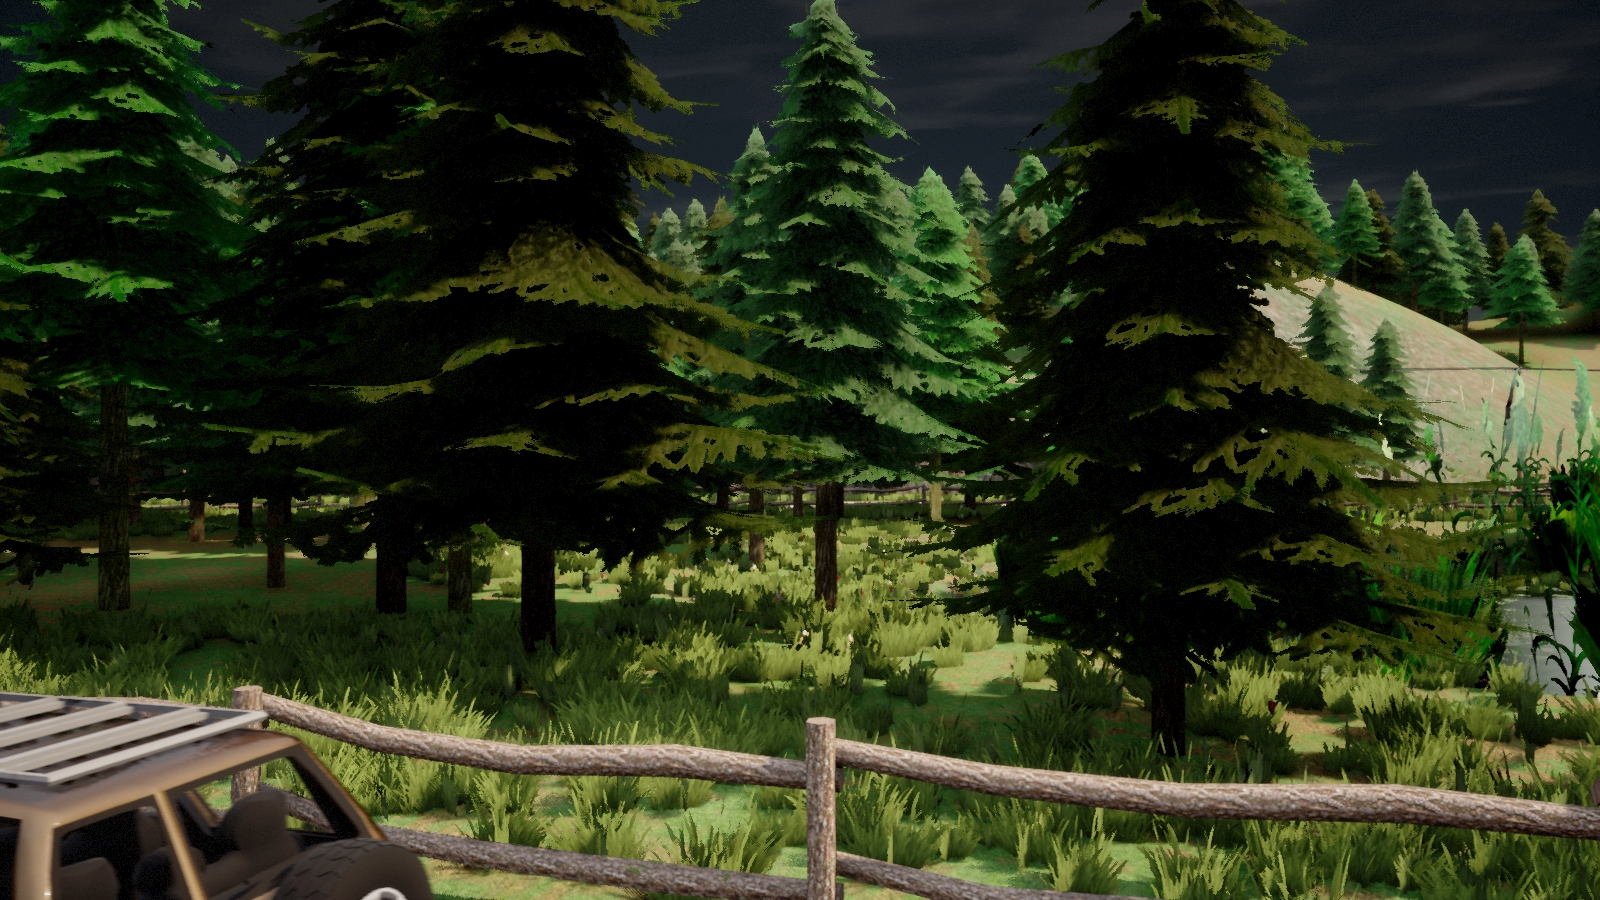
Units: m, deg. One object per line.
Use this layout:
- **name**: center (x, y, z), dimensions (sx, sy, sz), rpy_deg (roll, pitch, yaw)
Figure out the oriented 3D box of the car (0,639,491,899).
- **car**: center (-3.754, 1.828, 4.433), dimensions (4.605, 1.855, 1.932), rpy_deg (0, 0, 16)
